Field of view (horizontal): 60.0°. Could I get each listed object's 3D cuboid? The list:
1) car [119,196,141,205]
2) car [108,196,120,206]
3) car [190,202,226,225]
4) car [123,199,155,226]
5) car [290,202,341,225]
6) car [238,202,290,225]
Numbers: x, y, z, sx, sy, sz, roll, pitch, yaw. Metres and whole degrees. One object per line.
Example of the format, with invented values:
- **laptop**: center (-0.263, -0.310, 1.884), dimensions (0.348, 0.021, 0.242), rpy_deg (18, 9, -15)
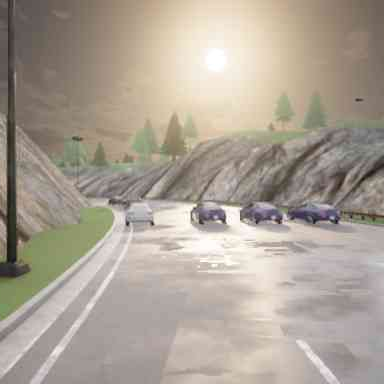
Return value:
- **car**: center (-7.014, 1.337, 39.942), dimensions (2.128, 1.511, 4.902), rpy_deg (0, 0, -20)
- **car**: center (-11.629, 1.333, 51.434), dimensions (1.812, 1.442, 4.674), rpy_deg (0, 0, -26)
- **car**: center (1.085, 1.424, 23.325), dimensions (1.812, 1.442, 4.674), rpy_deg (0, 0, -11)
- **car**: center (-3.563, 1.438, 22.579), dimensions (1.812, 1.442, 4.674), rpy_deg (0, 0, -11)
- **car**: center (8.288, 1.411, 22.878), dimensions (1.812, 1.442, 4.674), rpy_deg (0, 0, -10)
- **car**: center (4.689, 1.418, 23.098), dimensions (1.812, 1.442, 4.674), rpy_deg (0, 0, -11)
